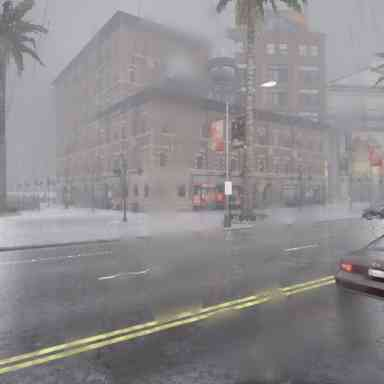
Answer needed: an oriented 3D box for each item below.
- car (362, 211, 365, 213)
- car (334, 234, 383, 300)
[{"bbox_3d":[13.234,1.155,21.790,5.357,1.411,2.033,0,0,-35],"label":"car"},{"bbox_3d":[5.453,1.547,7.589,5.357,1.411,2.033,0,0,-35],"label":"car"}]
